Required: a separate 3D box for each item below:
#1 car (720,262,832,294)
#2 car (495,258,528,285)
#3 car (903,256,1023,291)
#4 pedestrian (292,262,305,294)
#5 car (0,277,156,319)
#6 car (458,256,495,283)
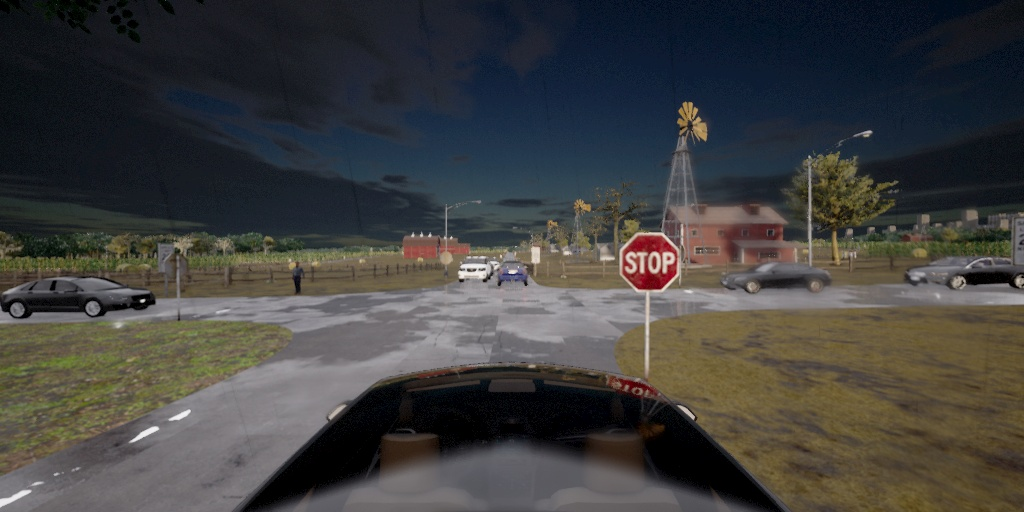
[{"bbox_3d":[12.664,1.001,17.309,4.674,1.442,1.812,-1,1,2],"label":"car"},{"bbox_3d":[0.051,1.169,26.884,2.097,1.767,4.553,0,0,0],"label":"car"},{"bbox_3d":[21.864,0.784,17.235,4.902,1.511,2.128,-1,1,0],"label":"car"},{"bbox_3d":[-12.190,1.225,20.372,0.375,1.860,0.375,0,2,0],"label":"pedestrian"},{"bbox_3d":[-17.280,1.605,14.419,4.892,1.490,1.837,-1,1,0],"label":"car"},{"bbox_3d":[-2.953,1.051,29.564,2.150,2.045,5.566,0,0,2],"label":"car"}]
